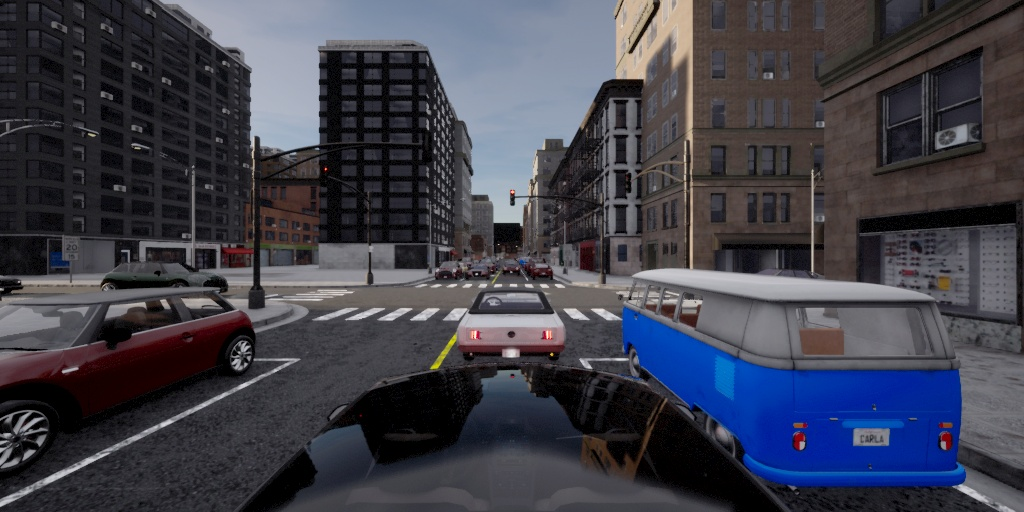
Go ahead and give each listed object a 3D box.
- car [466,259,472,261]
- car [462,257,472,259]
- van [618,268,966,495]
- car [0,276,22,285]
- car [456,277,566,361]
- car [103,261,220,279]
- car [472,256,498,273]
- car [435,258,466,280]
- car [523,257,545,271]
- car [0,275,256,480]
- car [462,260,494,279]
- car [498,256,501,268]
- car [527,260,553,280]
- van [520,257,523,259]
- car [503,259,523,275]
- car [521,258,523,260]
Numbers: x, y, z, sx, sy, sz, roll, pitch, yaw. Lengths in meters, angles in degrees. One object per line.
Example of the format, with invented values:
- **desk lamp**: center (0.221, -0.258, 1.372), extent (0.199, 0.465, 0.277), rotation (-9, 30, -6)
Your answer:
- **car**: center (-5.483, 1.274, 36.576), extent (1.751, 1.417, 4.829), rotation (0, 0, 0)
- **car**: center (-5.498, 1.062, 42.155), extent (2.192, 1.841, 5.009), rotation (0, 0, 0)
- **van**: center (2.632, 1.091, 4.479), extent (1.690, 1.789, 3.998), rotation (0, 0, 0)
- **car**: center (-26.353, 1.159, 16.627), extent (5.357, 1.411, 2.033), rotation (0, 0, 0)
- **car**: center (-0.016, 1.351, 8.260), extent (1.895, 1.301, 4.718), rotation (0, 0, 0)
- **car**: center (-15.961, 1.023, 16.664), extent (4.553, 1.767, 2.097), rotation (0, 0, 0)
- **car**: center (-2.938, 1.100, 40.136), extent (2.097, 1.767, 4.553), rotation (0, 0, 0)
- **car**: center (-5.468, 1.188, 31.337), extent (1.967, 1.591, 4.097), rotation (0, 0, 0)
- **car**: center (2.542, 1.063, 36.768), extent (2.192, 1.841, 5.009), rotation (0, 0, 0)
- **car**: center (-5.393, 1.190, 4.457), extent (1.967, 1.591, 4.097), rotation (0, 0, 0)
- **car**: center (-2.932, 1.313, 31.516), extent (1.994, 1.385, 4.181), rotation (0, 0, -1)
- **car**: center (-2.967, 1.099, 49.011), extent (2.097, 1.767, 4.553), rotation (0, 0, 0)
- **car**: center (2.557, 1.294, 31.359), extent (1.888, 1.381, 4.507), rotation (0, 0, 0)
- **van**: center (2.496, 1.086, 52.998), extent (1.690, 1.789, 3.998), rotation (0, 0, 0)
- **car**: center (-0.043, 1.349, 39.487), extent (1.895, 1.301, 4.718), rotation (0, 0, 0)
- **car**: center (2.512, 1.292, 47.588), extent (1.888, 1.381, 4.507), rotation (0, 0, 0)
